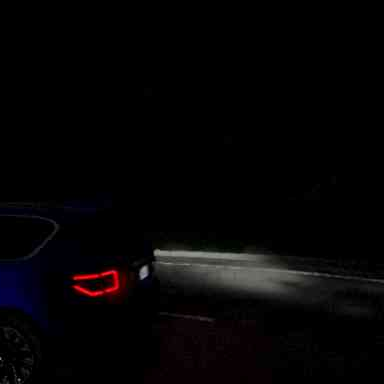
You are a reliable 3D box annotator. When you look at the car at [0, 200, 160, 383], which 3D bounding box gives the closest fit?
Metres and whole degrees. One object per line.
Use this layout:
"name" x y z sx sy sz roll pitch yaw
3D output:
"car" -3.248 1.161 4.840 5.566 2.045 2.150 -1 1 12
